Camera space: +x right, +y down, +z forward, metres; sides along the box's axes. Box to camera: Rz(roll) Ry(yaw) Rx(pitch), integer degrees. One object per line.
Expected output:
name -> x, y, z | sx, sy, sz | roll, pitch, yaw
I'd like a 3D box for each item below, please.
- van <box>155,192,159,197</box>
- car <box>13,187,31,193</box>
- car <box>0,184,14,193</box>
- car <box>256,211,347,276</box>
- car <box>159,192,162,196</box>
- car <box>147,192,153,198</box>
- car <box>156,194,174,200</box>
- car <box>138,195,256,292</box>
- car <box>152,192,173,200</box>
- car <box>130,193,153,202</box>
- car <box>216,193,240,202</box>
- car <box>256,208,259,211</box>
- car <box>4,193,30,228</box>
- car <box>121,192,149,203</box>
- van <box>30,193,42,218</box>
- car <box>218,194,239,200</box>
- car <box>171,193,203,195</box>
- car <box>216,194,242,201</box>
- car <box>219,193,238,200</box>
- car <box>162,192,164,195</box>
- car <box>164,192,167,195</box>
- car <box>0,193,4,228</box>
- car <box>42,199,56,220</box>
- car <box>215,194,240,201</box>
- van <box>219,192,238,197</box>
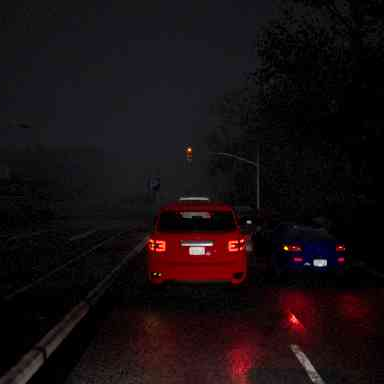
van -> -10.343, 1.094, 74.043 | 4.442, 1.987, 1.878 | -1, 0, -14
car -> -28.242, 0.138, 55.902 | 2.002, 1.452, 4.674 | 6, -3, -19
car -> -31.237, -0.425, 55.958 | 2.435, 2.045, 5.566 | 6, -3, -19
car -> 3.092, 1.536, 10.303 | 1.812, 1.442, 4.674 | 0, 0, 0
car -> -10.119, 1.322, 77.014 | 4.892, 1.521, 2.231 | -1, 0, -14
car -> -10.893, 1.316, 68.050 | 5.366, 1.575, 1.946 | -1, 0, -15
car -> -7.712, 1.316, 94.982 | 5.008, 1.535, 2.097 | -1, 0, -12
car -> 0.092, 1.230, 9.087 | 2.150, 2.045, 5.566 | 0, 0, 0
car -> -8.130, 1.065, 92.002 | 5.566, 2.045, 2.435 | -1, 0, -12
car -> -10.804, 1.197, 71.002 | 4.553, 1.767, 2.185 | -1, 0, -14
car -> 7.569, 1.142, 70.648 | 4.553, 1.767, 2.185 | 1, 0, -14
car -> 3.139, 1.504, 20.672 | 1.882, 1.535, 5.008 | 0, 0, 0
car -> -13.747, 1.268, 21.234 | 5.566, 2.045, 2.435 | -1, 0, -20
car -> -11.534, 1.359, 65.057 | 4.792, 1.488, 2.163 | -1, 0, -15
van -> -13.635, 1.298, 24.270 | 4.442, 1.987, 1.878 | -1, 0, -20
car -> 8.977, 1.298, 82.420 | 4.674, 1.452, 2.002 | 1, 0, -12
car -> 0.127, 1.247, 19.445 | 2.150, 2.045, 5.566 | 0, 0, 0
car -> 8.101, 1.264, 73.642 | 5.366, 1.575, 1.946 | 1, 0, -13
car -> 9.340, 1.129, 85.350 | 4.553, 1.767, 2.185 | 1, 0, -12
car -> -9.750, 1.360, 80.010 | 4.674, 1.452, 2.002 | -1, 0, -13
car -> -9.383, 1.359, 83.012 | 4.674, 1.452, 2.002 | -1, 0, -13
car -> -13.816, 1.264, 18.197 | 5.566, 2.045, 2.435 | -1, 0, -20
car -> -13.664, 1.405, 27.248 | 4.553, 1.767, 2.185 | -1, 0, -19
car -> 8.079, 1.258, 76.494 | 5.366, 1.575, 1.946 | 1, 0, -13
van -> 7.190, 1.043, 67.678 | 4.442, 1.987, 1.878 | 1, 0, -14
